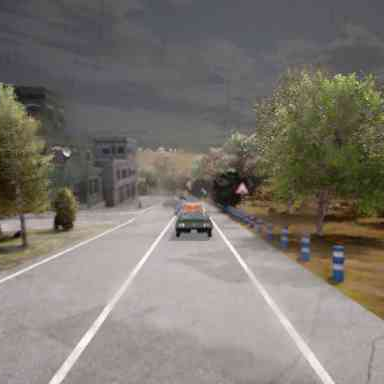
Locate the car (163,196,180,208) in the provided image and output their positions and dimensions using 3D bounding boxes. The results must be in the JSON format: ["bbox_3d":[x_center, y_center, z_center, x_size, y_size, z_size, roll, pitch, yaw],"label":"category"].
[{"bbox_3d":[-3.319,1.680,50.427,1.994,1.385,4.181,1,-2,0],"label":"car"}]

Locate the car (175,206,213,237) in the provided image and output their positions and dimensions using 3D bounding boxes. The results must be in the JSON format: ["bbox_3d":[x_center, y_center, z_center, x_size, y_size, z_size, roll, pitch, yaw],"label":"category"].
[{"bbox_3d":[0.098,1.661,18.549,1.895,1.301,4.718,0,0,0],"label":"car"}]

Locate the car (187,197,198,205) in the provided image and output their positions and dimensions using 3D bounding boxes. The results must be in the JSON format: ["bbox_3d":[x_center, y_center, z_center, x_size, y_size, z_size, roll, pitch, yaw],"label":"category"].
[{"bbox_3d":[0.093,1.699,62.583,1.837,1.490,4.892,0,0,0],"label":"car"}]

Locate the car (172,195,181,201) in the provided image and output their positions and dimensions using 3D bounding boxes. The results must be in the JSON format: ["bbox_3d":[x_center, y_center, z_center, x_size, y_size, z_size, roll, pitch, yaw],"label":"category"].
[{"bbox_3d":[-3.748,1.358,80.300,1.994,1.385,4.181,0,1,-3],"label":"car"}]

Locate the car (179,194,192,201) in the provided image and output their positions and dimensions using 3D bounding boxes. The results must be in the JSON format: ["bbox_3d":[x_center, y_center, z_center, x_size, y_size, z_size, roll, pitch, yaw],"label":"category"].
[{"bbox_3d":[-1.684,1.426,88.113,2.033,1.411,5.357,-2,2,-16],"label":"car"}]

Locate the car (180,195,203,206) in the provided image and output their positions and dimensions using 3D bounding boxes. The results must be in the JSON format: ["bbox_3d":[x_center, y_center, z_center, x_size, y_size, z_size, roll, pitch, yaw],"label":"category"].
[{"bbox_3d":[0.098,1.422,36.541,2.097,1.767,4.553,0,1,0],"label":"car"}]

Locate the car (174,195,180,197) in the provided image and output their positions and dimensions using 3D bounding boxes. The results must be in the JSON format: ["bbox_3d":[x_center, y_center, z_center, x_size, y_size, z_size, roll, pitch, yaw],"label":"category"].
[{"bbox_3d":[-3.266,1.730,65.509,1.812,1.442,4.674,0,0,0],"label":"car"}]
